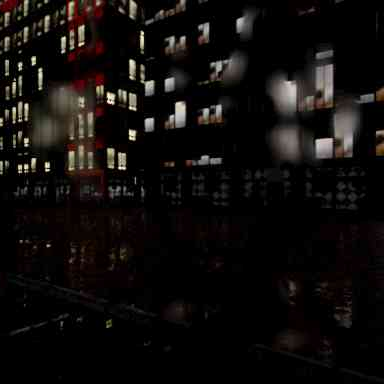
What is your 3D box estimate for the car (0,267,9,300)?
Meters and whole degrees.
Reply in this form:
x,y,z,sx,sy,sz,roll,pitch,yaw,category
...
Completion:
x,y,z,sx,sy,sz,roll,pitch,yaw,category
-5.649,1.524,6.895,4.829,1.417,1.752,0,0,35,car
